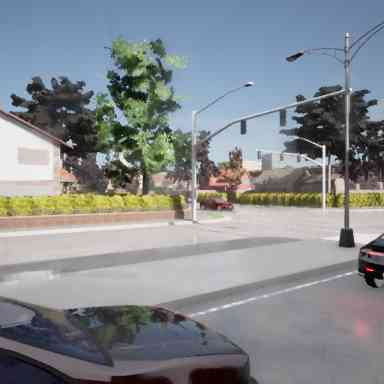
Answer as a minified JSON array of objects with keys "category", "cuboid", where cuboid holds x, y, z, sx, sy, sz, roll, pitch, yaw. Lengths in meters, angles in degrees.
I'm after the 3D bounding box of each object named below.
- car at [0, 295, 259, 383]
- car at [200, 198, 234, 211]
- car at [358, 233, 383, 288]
[{"category":"car","cuboid":[-1.984,1.547,2.333,5.357,1.411,2.033,0,0,-35]},{"category":"car","cuboid":[2.950,1.478,40.288,1.882,1.535,5.008,0,0,-36]},{"category":"car","cuboid":[5.935,1.492,8.018,4.902,1.511,2.128,0,0,-35]}]
